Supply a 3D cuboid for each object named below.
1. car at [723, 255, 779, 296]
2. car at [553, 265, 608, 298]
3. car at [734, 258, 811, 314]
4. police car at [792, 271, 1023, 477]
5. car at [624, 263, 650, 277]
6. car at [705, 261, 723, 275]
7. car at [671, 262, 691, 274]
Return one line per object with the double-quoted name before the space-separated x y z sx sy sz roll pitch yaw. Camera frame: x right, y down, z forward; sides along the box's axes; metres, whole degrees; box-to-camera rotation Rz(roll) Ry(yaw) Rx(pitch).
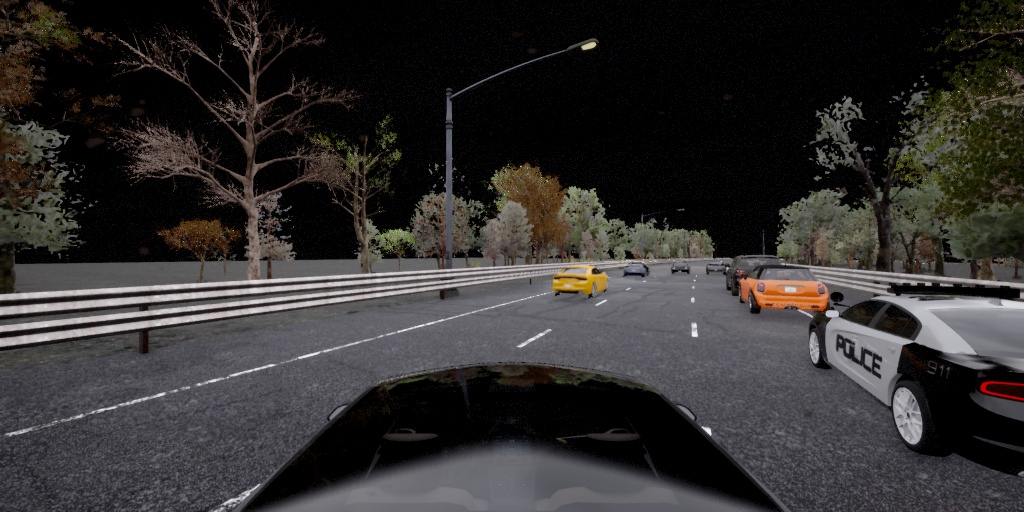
"car" 12.609 0.978 18.758 2.150 2.045 5.566 0 0 27
"car" 3.696 1.229 18.715 1.882 1.535 5.008 0 0 27
"car" 9.906 1.102 13.419 2.097 1.767 4.553 0 0 27
"police car" 5.599 1.175 4.688 1.930 1.638 5.238 0 0 26
"car" 12.353 1.326 35.366 1.994 1.385 4.181 0 0 28
"car" 22.372 1.262 39.341 2.128 1.511 4.902 0 0 29
"car" 19.259 1.370 40.818 1.895 1.301 4.718 0 0 28
